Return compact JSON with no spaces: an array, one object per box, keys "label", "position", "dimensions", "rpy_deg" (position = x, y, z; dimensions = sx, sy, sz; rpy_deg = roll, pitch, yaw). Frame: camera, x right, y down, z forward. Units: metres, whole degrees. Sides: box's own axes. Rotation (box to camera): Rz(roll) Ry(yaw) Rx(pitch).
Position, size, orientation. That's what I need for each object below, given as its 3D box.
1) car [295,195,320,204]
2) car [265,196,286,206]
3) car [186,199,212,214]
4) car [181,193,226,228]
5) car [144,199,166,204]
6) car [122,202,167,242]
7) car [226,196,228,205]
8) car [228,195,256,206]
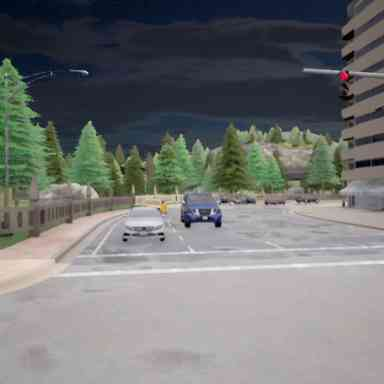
[{"label":"car","position":[20.239,1.262,58.194],"dimensions":[4.902,1.511,2.128],"rpy_deg":[0,0,-31]},{"label":"car","position":[12.937,1.356,51.405],"dimensions":[1.994,1.385,4.181],"rpy_deg":[0,0,41]},{"label":"car","position":[0.800,1.448,34.901],"dimensions":[1.895,1.301,4.718],"rpy_deg":[0,0,12]},{"label":"car","position":[0.468,1.115,21.642],"dimensions":[2.150,2.045,5.566],"rpy_deg":[0,0,-6]},{"label":"car","position":[-3.306,1.346,28.435],"dimensions":[1.882,1.535,5.008],"rpy_deg":[0,0,2]},{"label":"car","position":[-2.288,1.438,16.024],"dimensions":[1.812,1.442,4.674],"rpy_deg":[0,0,-7]},{"label":"car","position":[4.320,1.279,52.046],"dimensions":[2.128,1.511,4.902],"rpy_deg":[0,0,34]},{"label":"car","position":[8.189,1.283,51.536],"dimensions":[2.128,1.511,4.902],"rpy_deg":[0,0,37]}]
